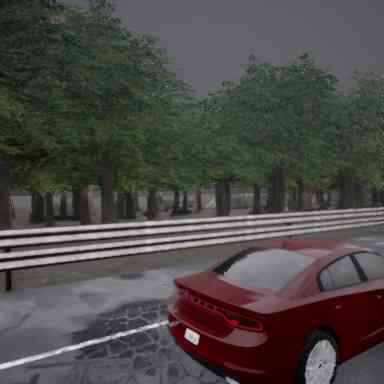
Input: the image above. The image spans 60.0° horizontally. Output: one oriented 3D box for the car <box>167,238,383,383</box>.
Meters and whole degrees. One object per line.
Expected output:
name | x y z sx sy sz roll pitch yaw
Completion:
car | 2.015 1.465 5.181 5.008 1.535 1.882 0 0 -35
